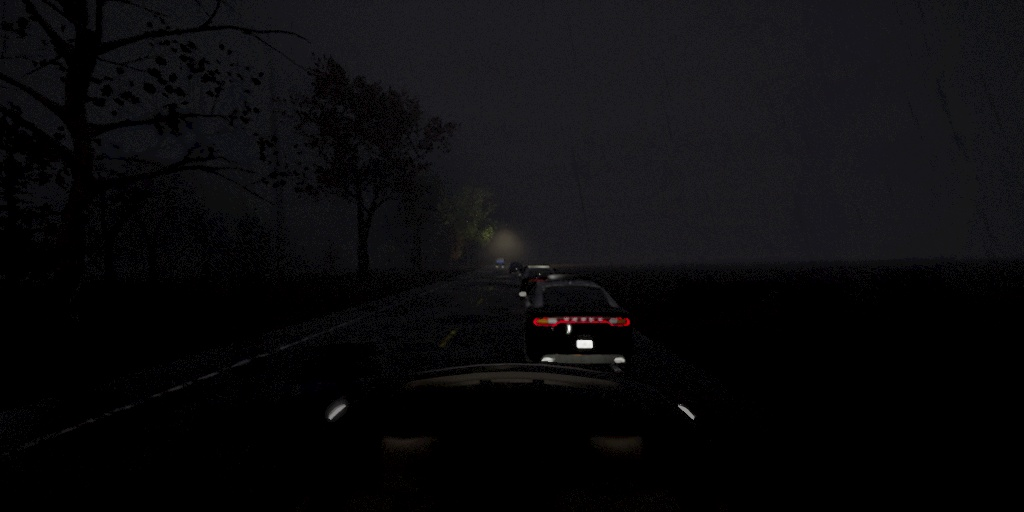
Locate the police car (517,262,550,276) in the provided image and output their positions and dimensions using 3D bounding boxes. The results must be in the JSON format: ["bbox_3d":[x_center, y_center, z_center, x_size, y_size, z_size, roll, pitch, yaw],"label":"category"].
[{"bbox_3d":[1.359,1.268,18.299,1.930,1.638,5.238,0,0,1],"label":"police car"}]

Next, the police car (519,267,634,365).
[{"bbox_3d":[1.204,1.210,8.291,1.930,1.638,5.238,0,0,1],"label":"police car"}]

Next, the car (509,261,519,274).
[{"bbox_3d":[0.592,1.590,46.912,1.994,1.385,4.181,0,0,1],"label":"car"}]
